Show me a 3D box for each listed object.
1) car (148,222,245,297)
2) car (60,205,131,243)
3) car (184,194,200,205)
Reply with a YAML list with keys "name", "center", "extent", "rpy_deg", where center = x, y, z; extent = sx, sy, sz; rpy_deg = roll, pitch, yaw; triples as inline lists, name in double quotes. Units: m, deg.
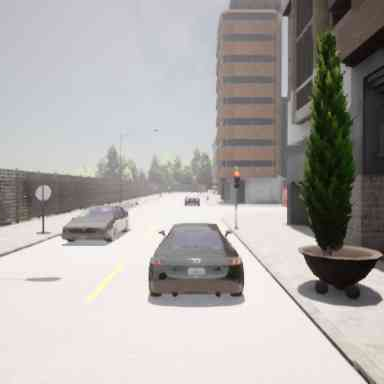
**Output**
- name: "car"
  center: [0.082, 1.433, 8.275]
  extent: [1.994, 1.385, 4.181]
  rpy_deg: [0, 1, 0]
- name: "car"
  center: [-4.068, 1.312, 15.075]
  extent: [2.033, 1.411, 5.357]
  rpy_deg: [0, 1, 0]
- name: "car"
  center: [0.021, 0.955, 41.442]
  extent: [1.895, 1.301, 4.718]
  rpy_deg: [0, 1, 0]
